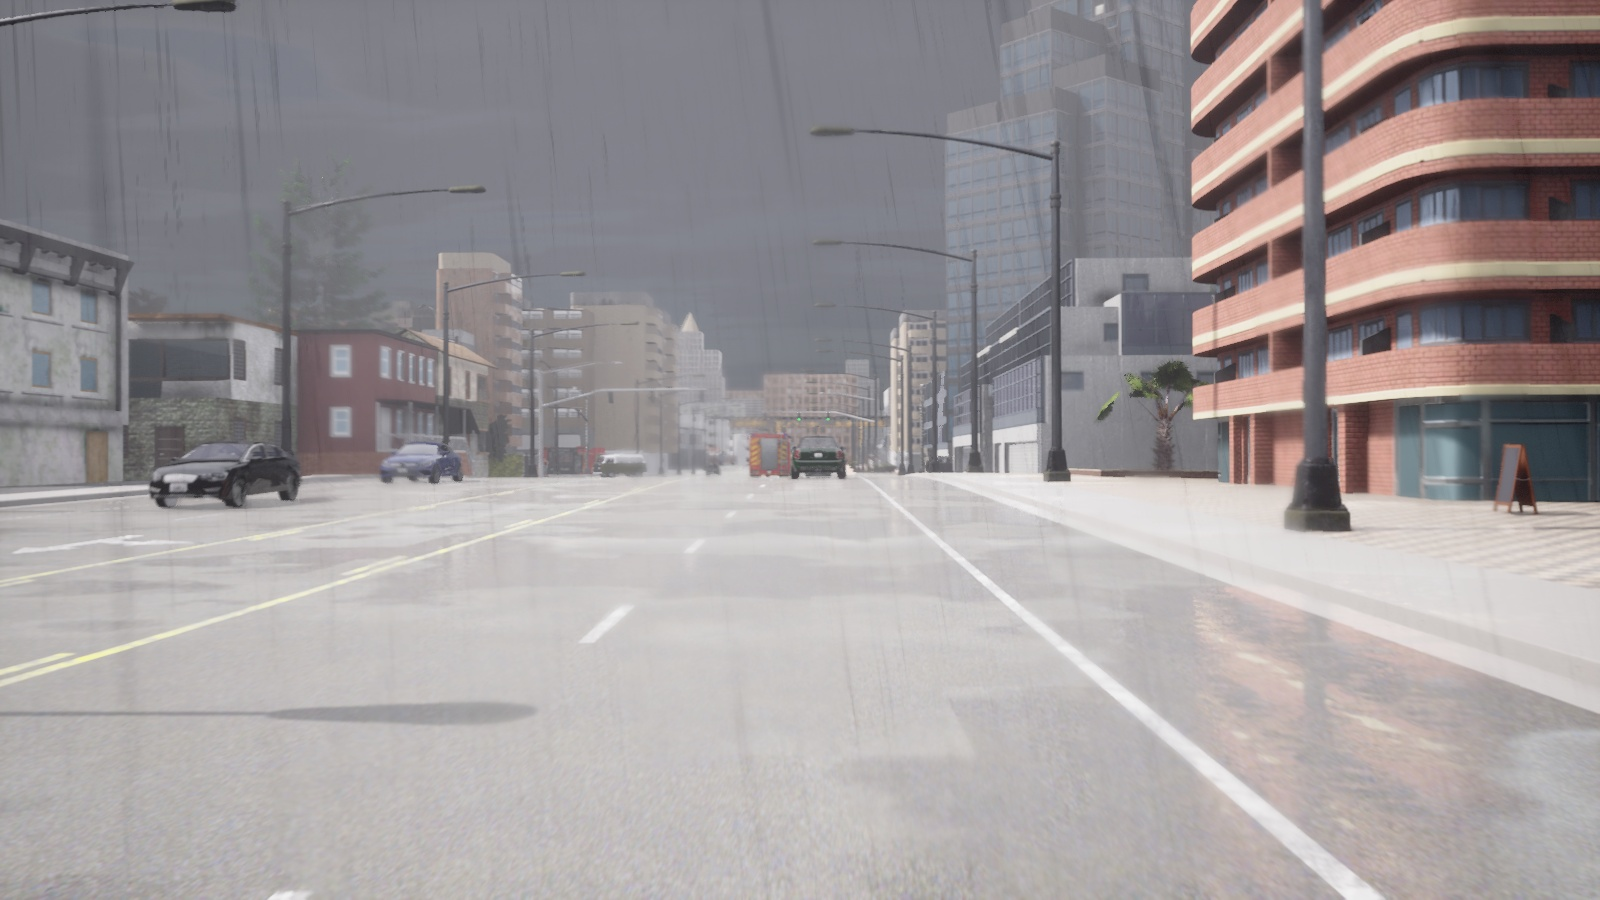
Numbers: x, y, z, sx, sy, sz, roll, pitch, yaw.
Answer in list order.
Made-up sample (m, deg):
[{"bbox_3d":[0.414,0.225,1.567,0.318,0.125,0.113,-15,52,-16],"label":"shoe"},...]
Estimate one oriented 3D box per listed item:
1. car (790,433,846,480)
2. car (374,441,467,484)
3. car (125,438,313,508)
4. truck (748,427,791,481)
[{"bbox_3d":[0.697,0.247,49.562,2.097,1.767,4.553,0,0,1],"label":"car"},{"bbox_3d":[-13.373,0.428,44.509,1.812,1.442,4.674,0,0,1],"label":"car"},{"bbox_3d":[-13.575,0.480,29.755,2.128,1.511,4.902,0,1,1],"label":"car"},{"bbox_3d":[-2.192,0.333,94.218,2.891,3.827,8.468,0,-1,1],"label":"truck"}]
